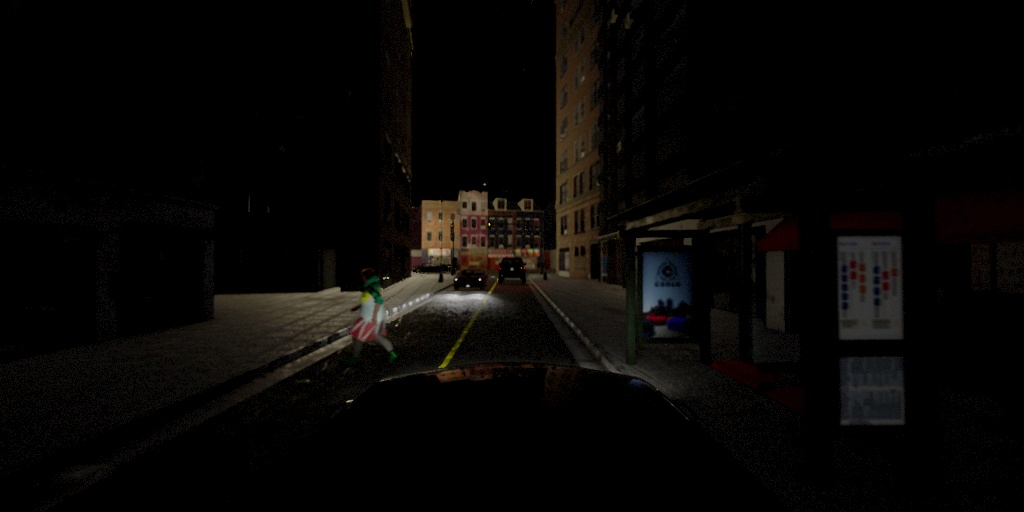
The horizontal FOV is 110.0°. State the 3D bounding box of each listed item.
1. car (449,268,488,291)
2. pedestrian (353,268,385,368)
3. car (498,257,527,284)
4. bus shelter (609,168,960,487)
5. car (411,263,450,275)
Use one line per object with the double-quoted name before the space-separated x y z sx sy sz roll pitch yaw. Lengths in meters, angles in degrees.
"car" -2.620 1.500 23.601 1.895 1.301 4.718 0 0 0
"pedestrian" -2.605 1.075 6.560 0.375 1.860 0.375 0 -1 -10
"car" 0.046 1.156 29.779 2.150 2.045 5.566 0 -1 1
"bus shelter" 2.882 0.648 4.956 1.920 2.740 3.880 0 0 0
"car" -10.173 1.564 45.223 4.902 1.511 2.128 0 -1 -1
